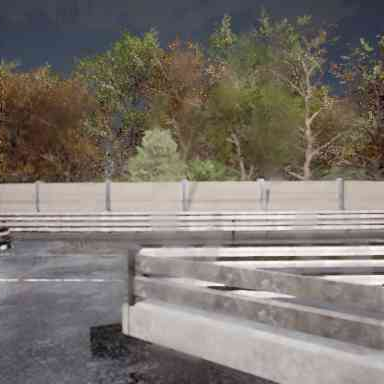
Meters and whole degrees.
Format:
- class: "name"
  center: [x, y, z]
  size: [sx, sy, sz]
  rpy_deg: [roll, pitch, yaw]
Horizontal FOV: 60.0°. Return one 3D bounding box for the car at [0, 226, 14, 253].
- class: "car"
  center: [-8.434, 1.576, 10.828]
  size: [4.902, 1.511, 2.128]
  rpy_deg: [0, 0, 4]
